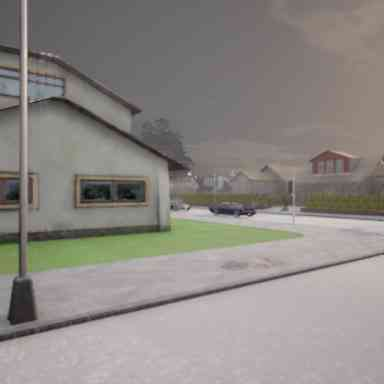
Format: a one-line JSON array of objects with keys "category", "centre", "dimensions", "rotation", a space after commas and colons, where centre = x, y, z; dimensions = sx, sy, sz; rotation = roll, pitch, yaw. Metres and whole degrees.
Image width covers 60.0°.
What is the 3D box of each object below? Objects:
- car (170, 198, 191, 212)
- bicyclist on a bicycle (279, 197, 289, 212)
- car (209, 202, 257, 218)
[{"category": "car", "centre": [-2.024, 1.501, 38.907], "dimensions": [2.128, 1.511, 4.902], "rotation": [0, 0, -35]}, {"category": "bicyclist on a bicycle", "centre": [10.096, 1.362, 36.317], "dimensions": [1.656, 1.620, 0.582], "rotation": [0, 0, -35]}, {"category": "car", "centre": [3.749, 1.610, 30.758], "dimensions": [1.895, 1.301, 4.718], "rotation": [0, 0, -35]}]
